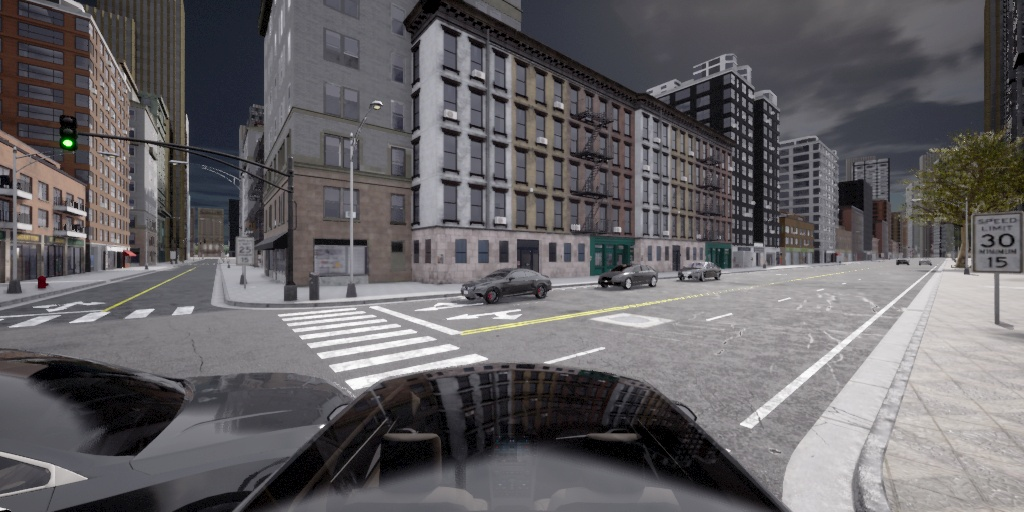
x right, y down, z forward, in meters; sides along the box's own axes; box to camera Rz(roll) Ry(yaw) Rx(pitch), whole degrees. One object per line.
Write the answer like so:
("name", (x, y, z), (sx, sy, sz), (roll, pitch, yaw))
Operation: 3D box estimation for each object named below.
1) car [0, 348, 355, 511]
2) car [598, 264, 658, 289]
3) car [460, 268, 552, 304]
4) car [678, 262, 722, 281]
("car", (-3.234, 1.257, 1.683), (4.892, 1.490, 1.837), (0, 0, -35))
("car", (7.497, 1.257, 22.953), (4.892, 1.490, 1.837), (0, 0, -39))
("car", (-0.152, 1.286, 16.676), (4.674, 1.442, 1.812), (0, 0, -39))
("car", (15.463, 1.234, 29.477), (4.902, 1.511, 2.128), (0, 0, -39))
